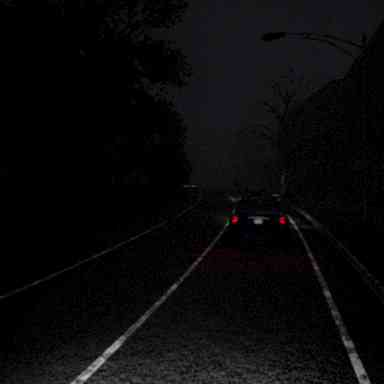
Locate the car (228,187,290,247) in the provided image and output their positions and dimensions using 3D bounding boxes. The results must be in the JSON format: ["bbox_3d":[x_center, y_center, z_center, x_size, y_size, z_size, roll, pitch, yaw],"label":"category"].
[{"bbox_3d":[2.687,0.903,13.169,2.097,1.767,4.553,0,3,13],"label":"car"}]

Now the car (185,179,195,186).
[{"bbox_3d":[-0.706,-2.060,69.356,1.812,1.442,4.674,1,3,-12],"label":"car"}]
